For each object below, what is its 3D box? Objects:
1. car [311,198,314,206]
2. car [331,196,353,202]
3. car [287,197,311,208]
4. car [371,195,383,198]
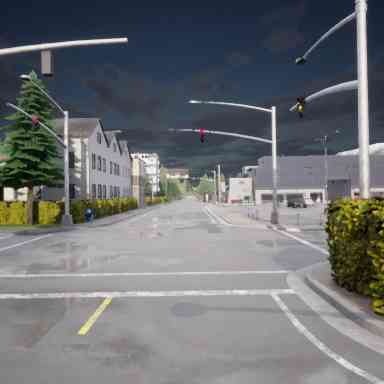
[{"bbox_3d":[19.084,1.590,56.179,1.970,1.475,3.806,-1,-1,0],"label":"car"},{"bbox_3d":[25.499,1.415,56.517,2.152,1.636,5.027,-1,-1,0],"label":"car"},{"bbox_3d":[15.437,1.643,49.122,2.007,1.523,4.514,-1,-1,0],"label":"car"},{"bbox_3d":[19.124,1.193,31.253,1.905,1.878,3.866,-1,-1,0],"label":"car"}]
